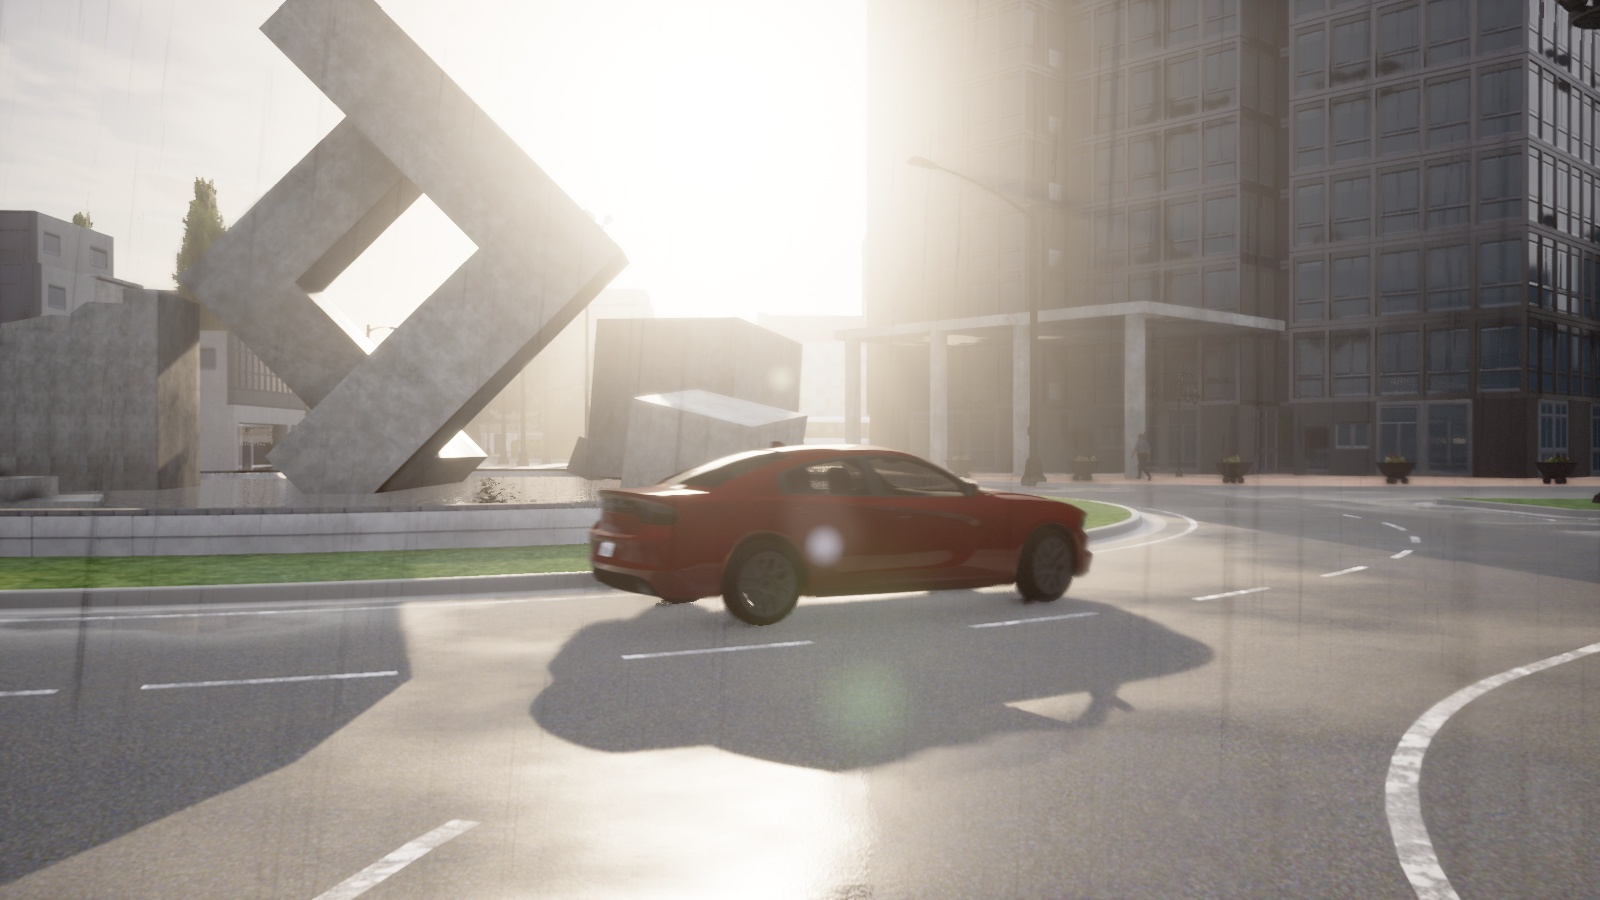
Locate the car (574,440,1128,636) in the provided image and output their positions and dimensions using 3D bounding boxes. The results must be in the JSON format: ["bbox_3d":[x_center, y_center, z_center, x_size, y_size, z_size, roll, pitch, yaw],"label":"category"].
[{"bbox_3d":[0.577,0.683,11.886,5.008,1.535,1.882,0,0,-30],"label":"car"}]

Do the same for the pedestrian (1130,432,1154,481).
[{"bbox_3d":[12.847,0.247,47.169,0.540,1.848,0.694,0,0,-23],"label":"pedestrian"}]
